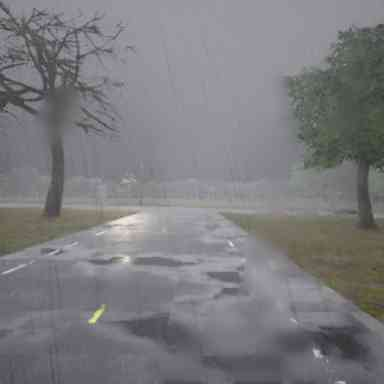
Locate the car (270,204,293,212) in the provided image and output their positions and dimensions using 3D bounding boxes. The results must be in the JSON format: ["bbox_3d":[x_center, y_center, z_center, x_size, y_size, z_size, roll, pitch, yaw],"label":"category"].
[{"bbox_3d":[16.423,2.862,61.175,4.181,1.385,1.994,1,0,0],"label":"car"}]

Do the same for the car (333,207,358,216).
[{"bbox_3d":[25.488,3.111,54.130,4.674,1.442,1.812,2,0,0],"label":"car"}]
